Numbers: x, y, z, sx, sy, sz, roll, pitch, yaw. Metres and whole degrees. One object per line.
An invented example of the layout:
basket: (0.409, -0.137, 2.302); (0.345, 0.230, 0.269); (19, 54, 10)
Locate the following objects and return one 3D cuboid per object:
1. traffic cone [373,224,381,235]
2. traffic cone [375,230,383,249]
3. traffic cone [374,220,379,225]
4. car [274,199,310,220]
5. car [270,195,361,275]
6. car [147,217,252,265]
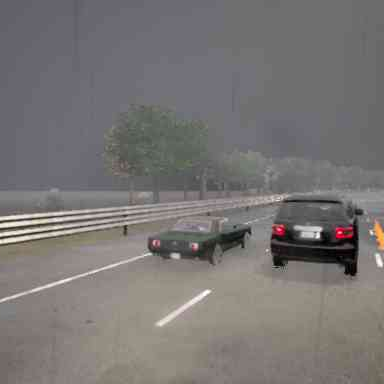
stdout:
traffic cone: (7.975, 1.787, 14.086); (0.340, 0.580, 0.340); (0, 1, 27)
traffic cone: (7.078, 1.808, 12.299); (0.340, 0.580, 0.340); (0, 1, 27)
traffic cone: (8.873, 1.766, 15.873); (0.340, 0.580, 0.340); (0, 1, 27)
car: (7.934, 1.277, 26.063); (1.994, 1.385, 4.181); (0, 1, 27)
car: (4.020, 1.103, 10.471); (2.150, 2.045, 5.566); (0, 1, 27)
car: (0.541, 1.487, 11.341); (1.895, 1.301, 4.718); (0, 1, 27)
